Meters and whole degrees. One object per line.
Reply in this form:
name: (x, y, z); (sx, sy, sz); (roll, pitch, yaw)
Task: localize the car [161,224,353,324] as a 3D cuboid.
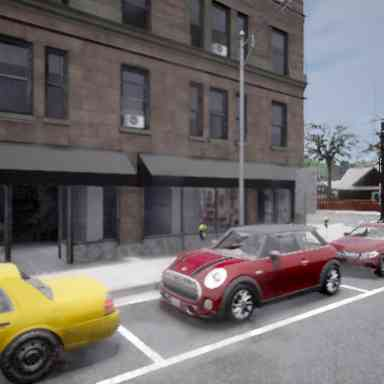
car: (1.337, 1.466, 7.141); (4.097, 1.590, 1.967); (0, 0, -35)

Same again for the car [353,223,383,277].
car: (5.830, 1.635, 10.344); (4.206, 1.307, 1.802); (0, 0, -35)

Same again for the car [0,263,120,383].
car: (-3.296, 1.522, 3.837); (4.829, 1.417, 1.752); (0, 0, -35)
